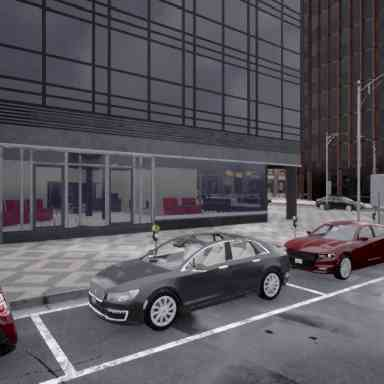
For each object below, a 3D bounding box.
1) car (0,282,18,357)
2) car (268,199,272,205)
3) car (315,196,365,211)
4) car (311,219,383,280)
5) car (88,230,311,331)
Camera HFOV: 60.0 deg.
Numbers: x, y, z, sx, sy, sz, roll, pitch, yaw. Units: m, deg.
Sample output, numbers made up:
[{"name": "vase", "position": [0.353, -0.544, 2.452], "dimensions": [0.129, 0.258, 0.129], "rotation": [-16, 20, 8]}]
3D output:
[{"name": "car", "position": [-4.284, 1.440, 3.593], "dimensions": [4.097, 1.590, 1.967], "rotation": [0, 0, -36]}, {"name": "car", "position": [8.167, 1.030, 43.373], "dimensions": [1.895, 1.301, 4.718], "rotation": [0, 1, -36]}, {"name": "car", "position": [15.011, 1.160, 33.833], "dimensions": [1.837, 1.490, 4.892], "rotation": [0, 1, -36]}, {"name": "car", "position": [4.594, 1.545, 9.940], "dimensions": [4.507, 1.381, 1.887], "rotation": [0, 0, -36]}, {"name": "car", "position": [0.155, 1.551, 6.767], "dimensions": [4.403, 1.369, 2.008], "rotation": [0, 0, -36]}]
